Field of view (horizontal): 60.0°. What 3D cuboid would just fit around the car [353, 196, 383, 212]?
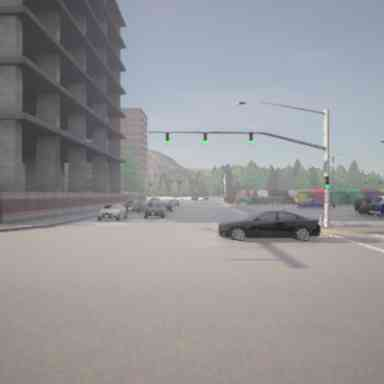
[{"bbox_3d":[25.527,1.543,47.465,4.605,1.855,1.932,0,0,1],"label":"car"}]

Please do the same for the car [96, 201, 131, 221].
[{"bbox_3d":[-7.047,1.744,29.836,1.812,1.442,4.674,0,0,1],"label":"car"}]

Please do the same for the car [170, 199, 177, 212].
[{"bbox_3d":[-3.405,1.913,42.689,1.895,1.301,4.718,0,0,1],"label":"car"}]

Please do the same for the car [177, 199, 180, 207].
[{"bbox_3d":[-3.170,1.930,59.667,2.128,1.511,4.902,0,0,1],"label":"car"}]

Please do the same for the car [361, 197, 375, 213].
[{"bbox_3d":[25.529,1.733,44.780,3.905,1.438,1.784,0,0,1],"label":"car"}]

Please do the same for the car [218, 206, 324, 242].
[{"bbox_3d":[3.813,1.633,16.659,5.008,1.535,1.882,0,0,1],"label":"car"}]

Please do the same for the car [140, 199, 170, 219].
[{"bbox_3d":[-3.518,1.742,32.511,1.837,1.490,4.892,0,0,1],"label":"car"}]

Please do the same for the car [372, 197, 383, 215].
[{"bbox_3d":[25.477,1.743,41.885,3.806,1.475,1.970,0,0,1],"label":"car"}]

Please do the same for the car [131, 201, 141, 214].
[{"bbox_3d":[-6.939,1.783,39.739,2.128,1.511,4.902,0,0,1],"label":"car"}]
